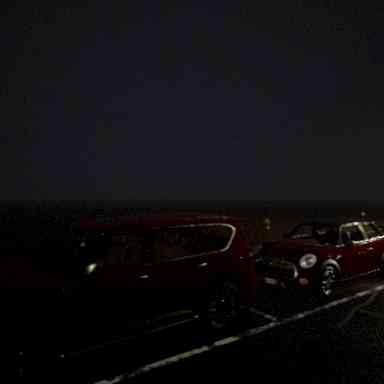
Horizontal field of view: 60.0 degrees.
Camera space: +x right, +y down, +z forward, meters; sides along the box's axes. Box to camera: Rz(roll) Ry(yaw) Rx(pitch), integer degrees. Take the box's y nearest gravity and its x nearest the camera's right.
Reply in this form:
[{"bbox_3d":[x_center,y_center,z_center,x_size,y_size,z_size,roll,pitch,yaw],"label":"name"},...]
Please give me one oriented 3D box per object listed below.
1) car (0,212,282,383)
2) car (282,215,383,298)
[{"bbox_3d":[-1.147,1.313,5.267,5.009,1.841,2.192,0,1,-35],"label":"car"},{"bbox_3d":[3.360,1.431,8.483,4.097,1.590,1.967,0,1,-35],"label":"car"}]
